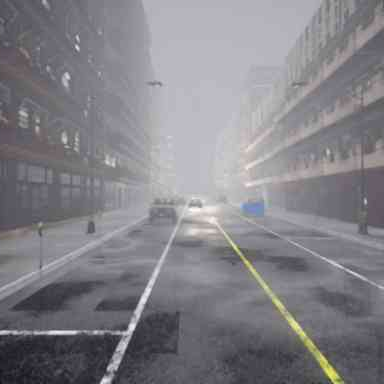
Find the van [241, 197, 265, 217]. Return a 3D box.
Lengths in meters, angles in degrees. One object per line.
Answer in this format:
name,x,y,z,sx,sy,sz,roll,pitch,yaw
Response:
van,5.765,1.375,31.648,1.690,1.788,3.998,1,0,0

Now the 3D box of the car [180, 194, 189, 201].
car,-1.959,1.359,88.348,2.192,1.841,5.009,1,0,0

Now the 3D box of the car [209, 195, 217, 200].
car,5.934,1.622,94.027,2.008,1.369,4.403,1,0,0

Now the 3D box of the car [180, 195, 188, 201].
car,-1.978,1.590,82.677,2.008,1.369,4.403,1,0,0

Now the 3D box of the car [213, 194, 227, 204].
car,5.859,1.368,65.673,2.192,1.841,5.009,1,0,0

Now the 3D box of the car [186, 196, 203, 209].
car,0.479,1.589,46.375,1.994,1.385,4.181,0,0,0

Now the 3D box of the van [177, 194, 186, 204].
van,-2.021,1.370,65.665,1.690,1.788,3.998,1,0,0

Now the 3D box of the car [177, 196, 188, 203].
car,-2.009,1.583,71.335,2.008,1.369,4.403,1,0,0

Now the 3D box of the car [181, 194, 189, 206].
car,-2.052,1.338,54.323,2.192,1.841,5.009,1,0,0

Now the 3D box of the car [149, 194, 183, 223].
car,-2.130,1.322,25.969,2.192,1.841,5.009,1,0,0

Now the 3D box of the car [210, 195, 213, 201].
car,5.918,1.633,88.356,1.947,1.339,4.313,1,0,0
